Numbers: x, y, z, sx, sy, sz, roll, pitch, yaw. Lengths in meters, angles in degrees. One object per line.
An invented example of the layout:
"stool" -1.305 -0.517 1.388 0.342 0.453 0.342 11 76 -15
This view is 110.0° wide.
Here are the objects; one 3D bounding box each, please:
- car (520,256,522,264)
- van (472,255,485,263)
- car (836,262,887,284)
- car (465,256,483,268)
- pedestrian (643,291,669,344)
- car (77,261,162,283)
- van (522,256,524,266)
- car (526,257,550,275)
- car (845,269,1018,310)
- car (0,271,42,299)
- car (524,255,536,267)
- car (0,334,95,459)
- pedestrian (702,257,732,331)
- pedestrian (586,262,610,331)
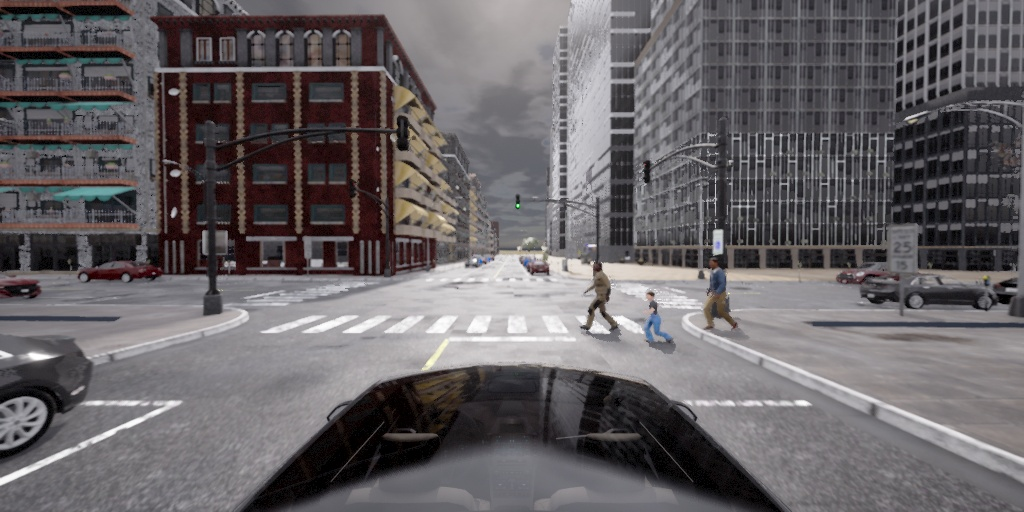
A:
"car" 2.646 0.957 57.390 1.888 1.381 4.507 0 0 0
"van" -5.702 0.753 57.355 1.690 1.789 3.998 0 0 0
"car" 23.369 1.119 23.051 4.097 1.591 1.967 0 0 1
"car" -5.701 1.016 51.709 1.948 1.339 4.313 0 0 0
"pedestrian" 3.154 1.290 7.954 0.375 1.300 0.375 -1 1 0
"car" -25.861 1.000 23.691 4.507 1.381 1.888 0 0 1
"van" 2.648 0.790 51.744 1.690 1.789 3.998 0 0 0
"car" 2.650 1.103 34.807 1.888 1.381 4.507 0 0 0
"car" 16.712 1.378 14.503 4.403 1.370 2.007 0 0 1
"car" -22.627 1.193 15.036 4.507 1.381 1.888 0 0 1
"car" 2.649 0.961 40.452 1.967 1.591 4.097 0 0 0
"car" -5.692 1.298 2.285 2.007 1.370 4.403 0 0 0
"pedestrian" 4.881 0.856 8.545 0.375 1.860 0.375 -1 1 0
"pedestrian" 2.201 1.004 9.147 0.375 1.860 0.375 -1 1 0
